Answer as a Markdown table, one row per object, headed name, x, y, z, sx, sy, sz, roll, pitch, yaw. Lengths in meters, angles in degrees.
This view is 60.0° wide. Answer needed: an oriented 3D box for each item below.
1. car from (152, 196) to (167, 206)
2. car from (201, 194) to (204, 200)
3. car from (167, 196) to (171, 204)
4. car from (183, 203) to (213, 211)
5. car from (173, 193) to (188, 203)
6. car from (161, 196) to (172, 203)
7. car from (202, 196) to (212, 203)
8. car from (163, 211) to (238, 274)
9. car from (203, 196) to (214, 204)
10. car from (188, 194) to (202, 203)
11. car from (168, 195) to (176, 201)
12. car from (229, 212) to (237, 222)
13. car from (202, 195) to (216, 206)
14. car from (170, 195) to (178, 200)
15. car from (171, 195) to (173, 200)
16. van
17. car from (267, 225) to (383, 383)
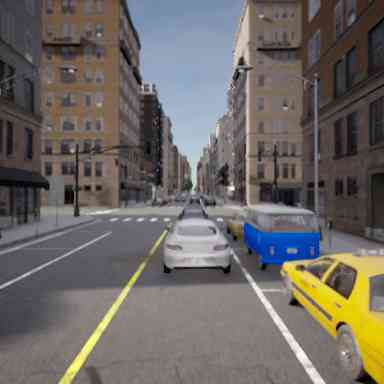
| name | x | y | z | sx | sy | sz | roll | pitch | yaw |
| --- | --- | --- | --- | --- | --- | --- | --- | --- | --- |
| car | -5.536 | 1.576 | 54.181 | 1.802 | 1.307 | 4.206 | 1 | 0 | 1 |
| car | 3.061 | 1.536 | 59.606 | 1.887 | 1.381 | 4.507 | 1 | 0 | 1 |
| car | -5.465 | 1.558 | 59.709 | 1.947 | 1.339 | 4.313 | 1 | 0 | 1 |
| car | 0.091 | 1.563 | 18.920 | 1.994 | 1.385 | 4.181 | 0 | 0 | 0 |
| car | -2.483 | 1.541 | 69.977 | 1.994 | 1.385 | 4.181 | 0 | 0 | 1 |
| car | -5.323 | 1.533 | 70.767 | 1.887 | 1.381 | 4.507 | 1 | 0 | 1 |
| car | 3.202 | 1.532 | 70.666 | 1.887 | 1.381 | 4.507 | 1 | 0 | 1 |
| car | 0.103 | 1.526 | 10.427 | 1.812 | 1.442 | 4.674 | 0 | 0 | -1 |
| car | 3.131 | 1.540 | 65.136 | 2.008 | 1.369 | 4.403 | 1 | 0 | 1 |
| car | 0.518 | 1.516 | 62.161 | 1.812 | 1.442 | 4.674 | 0 | 0 | 1 |
| car | -5.113 | 1.507 | 87.184 | 1.752 | 1.417 | 4.829 | 1 | 0 | 1 |
| car | 2.675 | 1.524 | 16.582 | 1.752 | 1.417 | 4.829 | 1 | 0 | 0 |
| car | 2.990 | 1.559 | 54.076 | 1.947 | 1.339 | 4.313 | 1 | 0 | 1 |
| car | -5.041 | 1.545 | 92.883 | 1.947 | 1.339 | 4.313 | 1 | 0 | 1 |
| car | -5.394 | 1.541 | 65.238 | 2.008 | 1.369 | 4.403 | 1 | 0 | 1 |
| van | 2.677 | 1.341 | 10.739 | 1.690 | 1.788 | 3.998 | 1 | 0 | 0 |
| car | 2.676 | 1.525 | 5.235 | 1.752 | 1.417 | 4.829 | 1 | 0 | 0 |
